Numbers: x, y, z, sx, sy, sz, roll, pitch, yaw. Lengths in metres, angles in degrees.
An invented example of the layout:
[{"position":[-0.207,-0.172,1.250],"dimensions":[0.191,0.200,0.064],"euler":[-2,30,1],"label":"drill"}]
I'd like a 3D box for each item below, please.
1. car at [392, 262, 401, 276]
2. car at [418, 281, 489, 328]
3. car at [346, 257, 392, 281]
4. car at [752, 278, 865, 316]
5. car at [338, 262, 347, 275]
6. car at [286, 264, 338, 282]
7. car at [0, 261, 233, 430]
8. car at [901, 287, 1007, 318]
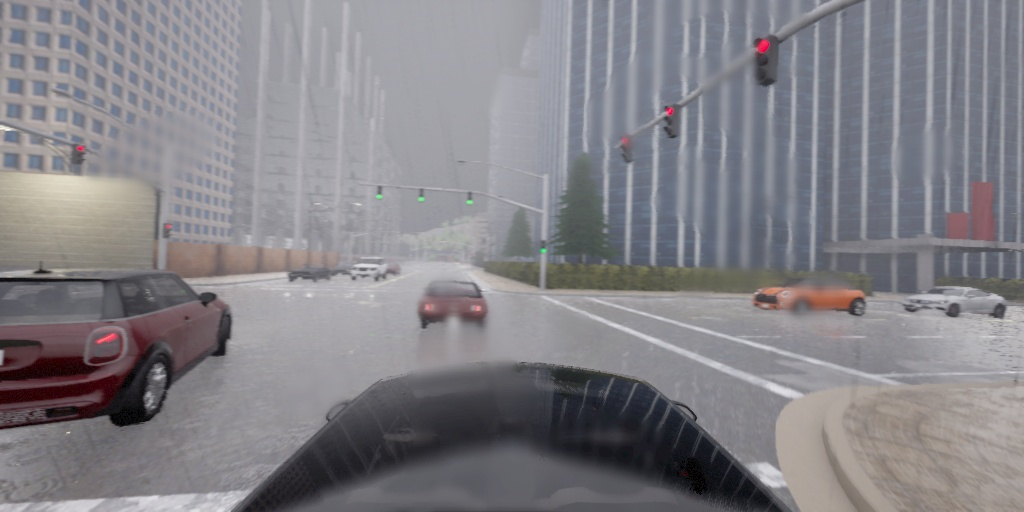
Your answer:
[{"position":[-14.166,1.459,41.668],"dimensions":[1.882,1.535,5.008],"euler":[2,-1,-9],"label":"car"},{"position":[-1.890,1.446,11.678],"dimensions":[1.895,1.301,4.718],"euler":[2,-1,-9],"label":"car"},{"position":[-12.531,1.084,31.815],"dimensions":[2.150,2.045,5.566],"euler":[2,-1,-9],"label":"car"},{"position":[13.946,1.804,16.979],"dimensions":[4.553,1.767,2.097],"euler":[2,-1,-9],"label":"car"},{"position":[-16.963,1.352,37.089],"dimensions":[2.033,1.411,5.357],"euler":[2,-1,-9],"label":"car"},{"position":[-15.390,1.291,27.619],"dimensions":[1.895,1.301,4.718],"euler":[2,-1,-10],"label":"car"},{"position":[-5.671,0.940,5.067],"dimensions":[2.097,1.767,4.553],"euler":[2,-1,-27],"label":"car"},{"position":[22.705,2.304,18.404],"dimensions":[4.674,1.442,1.812],"euler":[2,-1,-9],"label":"car"}]
